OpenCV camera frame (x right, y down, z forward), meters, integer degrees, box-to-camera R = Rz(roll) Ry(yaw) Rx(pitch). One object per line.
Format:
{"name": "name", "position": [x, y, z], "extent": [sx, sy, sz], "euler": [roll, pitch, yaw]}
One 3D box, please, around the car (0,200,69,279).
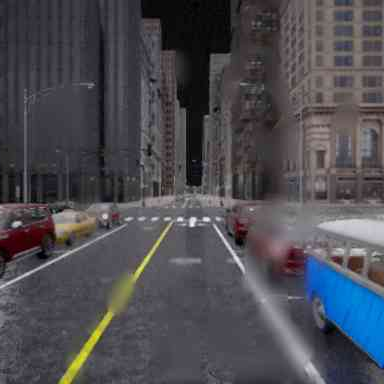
{"name": "car", "position": [-5.765, 1.312, 9.842], "extent": [2.192, 1.841, 5.009], "euler": [0, 0, 0]}

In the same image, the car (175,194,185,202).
{"name": "car", "position": [-2.818, 1.337, 77.327], "extent": [2.097, 1.767, 4.553], "euler": [0, 0, 0]}

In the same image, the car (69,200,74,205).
{"name": "car", "position": [-11.977, 1.563, 33.294], "extent": [5.008, 1.535, 1.882], "euler": [1, 0, 0]}

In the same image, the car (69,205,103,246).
{"name": "car", "position": [-5.762, 1.520, 15.275], "extent": [1.752, 1.417, 4.829], "euler": [0, 0, 0]}

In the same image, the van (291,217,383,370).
{"name": "van", "position": [2.759, 1.339, 4.240], "extent": [1.690, 1.788, 3.998], "euler": [0, 0, 0]}

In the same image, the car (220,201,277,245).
{"name": "car", "position": [2.762, 1.309, 15.444], "extent": [2.192, 1.841, 5.009], "euler": [0, 0, 0]}

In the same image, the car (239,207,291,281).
{"name": "car", "position": [2.761, 1.436, 9.841], "extent": [1.967, 1.590, 4.097], "euler": [0, 0, 0]}

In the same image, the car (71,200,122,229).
{"name": "car", "position": [-5.761, 1.433, 21.047], "extent": [1.967, 1.590, 4.097], "euler": [0, 0, 0]}
